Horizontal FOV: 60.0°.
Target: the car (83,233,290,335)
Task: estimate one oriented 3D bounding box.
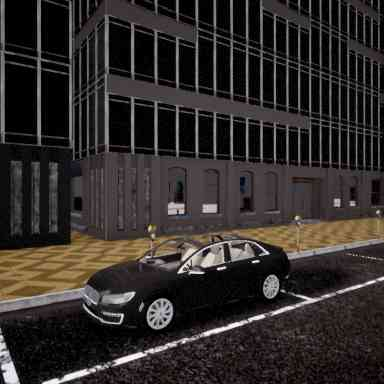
[{"bbox_3d":[0.113,1.551,6.639,4.403,1.369,2.008,0,0,-35],"label":"car"}]
